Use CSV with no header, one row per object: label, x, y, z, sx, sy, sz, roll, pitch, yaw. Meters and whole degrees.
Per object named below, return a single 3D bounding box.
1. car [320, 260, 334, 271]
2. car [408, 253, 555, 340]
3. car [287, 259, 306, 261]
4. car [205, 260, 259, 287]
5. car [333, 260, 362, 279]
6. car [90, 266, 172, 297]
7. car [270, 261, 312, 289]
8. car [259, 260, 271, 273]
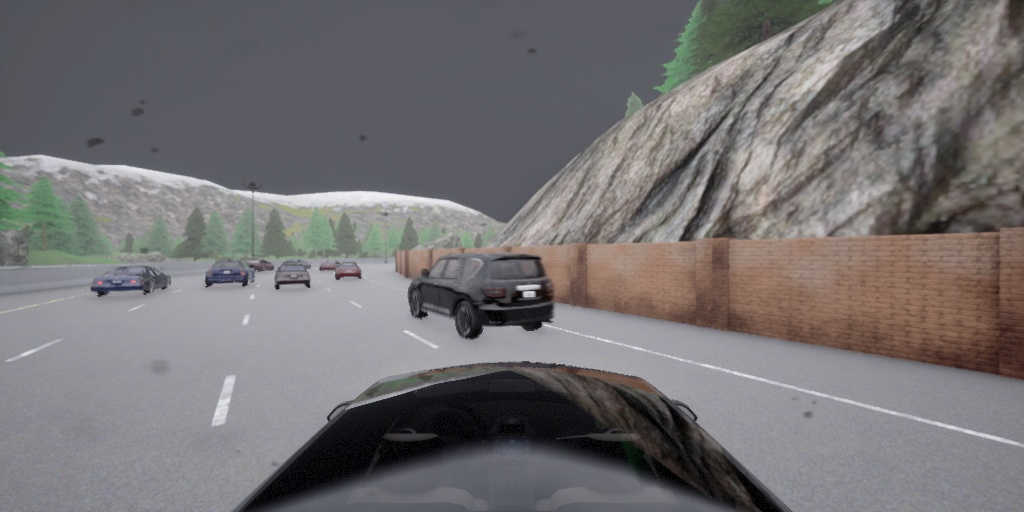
car,-22.281,1.149,44.558,1.994,1.385,4.181,0,0,-12
car,-1.141,0.940,10.268,2.150,2.045,5.566,0,0,-35
car,-25.575,1.082,42.792,2.128,1.511,4.902,0,0,-11
car,-18.461,1.018,23.706,2.097,1.767,4.553,0,0,-30
car,-14.064,1.202,30.912,1.994,1.385,4.181,0,0,-24
car,-19.625,1.231,18.694,2.033,1.411,5.357,0,0,-32
car,-13.830,1.217,22.616,2.033,1.411,5.357,0,0,-32
car,-28.722,1.126,40.711,1.812,1.442,4.674,0,0,-13
